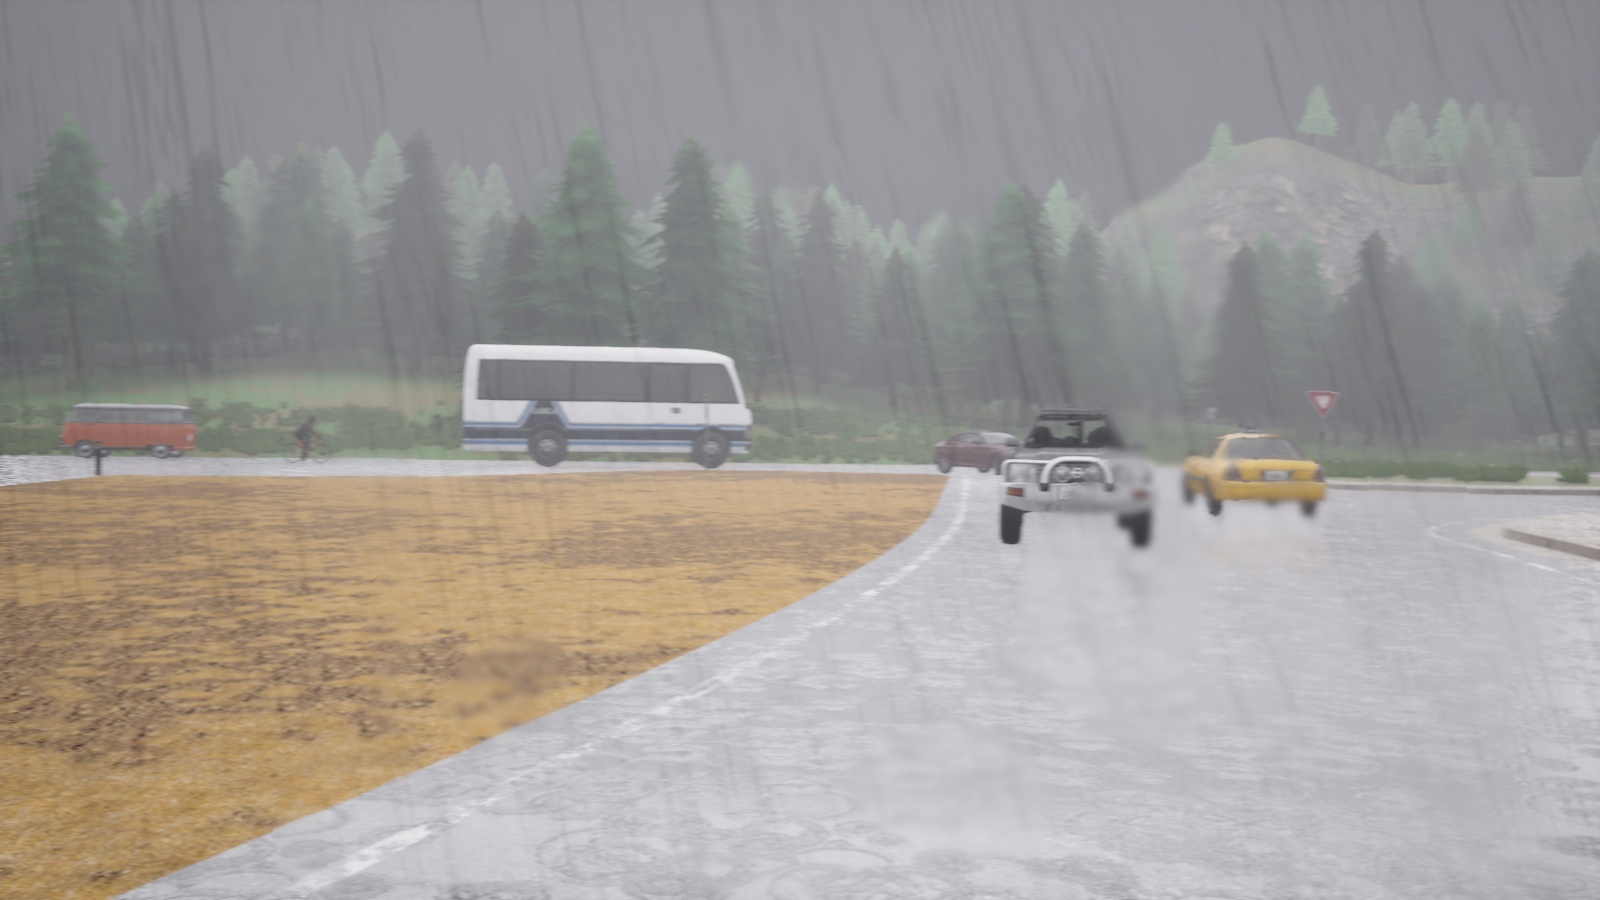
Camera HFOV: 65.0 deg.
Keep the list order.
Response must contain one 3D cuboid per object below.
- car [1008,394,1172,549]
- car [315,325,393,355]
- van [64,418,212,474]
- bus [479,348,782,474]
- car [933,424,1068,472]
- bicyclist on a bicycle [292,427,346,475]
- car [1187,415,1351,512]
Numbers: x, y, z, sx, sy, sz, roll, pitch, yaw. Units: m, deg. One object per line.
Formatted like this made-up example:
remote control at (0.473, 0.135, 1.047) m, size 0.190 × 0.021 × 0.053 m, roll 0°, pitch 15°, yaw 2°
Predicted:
car at (3.957, 0.210, 17.533) m, size 1.932 × 1.855 × 4.605 m, roll 0°, pitch 1°, yaw 11°
car at (-31.658, -7.815, 89.137) m, size 4.611 × 1.667 × 2.242 m, roll -3°, pitch 1°, yaw 9°
van at (-24.216, -0.165, 46.059) m, size 4.442 × 1.987 × 1.775 m, roll -1°, pitch 1°, yaw -8°
bus at (-6.002, -1.397, 45.058) m, size 10.273 × 4.253 × 3.944 m, roll -1°, pitch 1°, yaw -8°
car at (6.395, -0.063, 40.668) m, size 1.812 × 1.442 × 4.674 m, roll -1°, pitch 0°, yaw -29°
bicyclist on a bicycle at (-16.693, 0.029, 43.582) m, size 1.656 × 1.620 × 0.582 m, roll 0°, pitch 1°, yaw -8°
car at (8.501, 0.162, 23.256) m, size 1.801 × 1.575 × 5.366 m, roll -1°, pitch 1°, yaw 9°
